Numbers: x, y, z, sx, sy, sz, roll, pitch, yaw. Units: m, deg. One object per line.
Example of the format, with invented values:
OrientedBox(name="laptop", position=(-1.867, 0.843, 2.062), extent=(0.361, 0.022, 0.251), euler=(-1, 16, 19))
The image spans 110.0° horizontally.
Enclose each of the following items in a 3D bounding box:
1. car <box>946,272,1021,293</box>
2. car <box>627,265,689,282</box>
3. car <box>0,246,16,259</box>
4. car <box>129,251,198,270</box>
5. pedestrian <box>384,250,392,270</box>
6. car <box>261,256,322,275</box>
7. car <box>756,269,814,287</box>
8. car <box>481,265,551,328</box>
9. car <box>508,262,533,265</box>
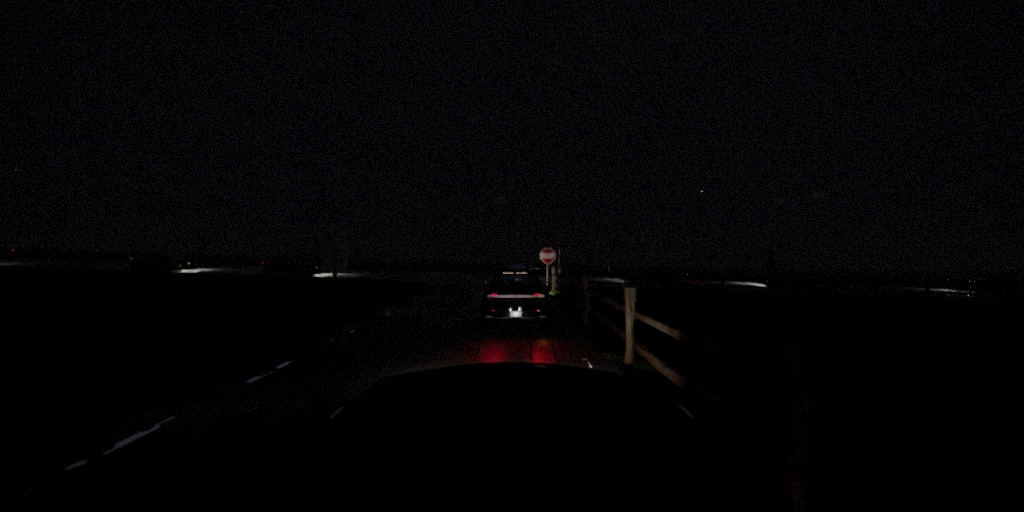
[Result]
OrientedBox(name="car", position=(41.339, 2.177, 31.508), extent=(4.553, 1.767, 2.097), euler=(2, 3, 1))
OrientedBox(name="car", position=(12.720, 1.505, 31.676), extent=(5.357, 1.411, 2.033), euler=(2, 3, 0))
OrientedBox(name="car", position=(-47.189, -0.418, 31.868), extent=(4.181, 1.385, 1.994), euler=(2, 3, 0))
OrientedBox(name="car", position=(-28.033, 0.346, 28.901), extent=(4.181, 1.385, 1.994), euler=(2, 3, 0))
OrientedBox(name="pedestrian", position=(-12.042, 0.360, 34.790), extent=(0.375, 1.860, 0.375), euler=(0, 1, 0))
OrientedBox(name="car", position=(-17.712, 0.690, 28.859), extent=(4.181, 1.385, 1.994), euler=(2, 3, 1))
OrientedBox(name="car", position=(24.060, 1.876, 31.623), extent=(4.181, 1.385, 1.994), euler=(2, 3, 1))
OrientedBox(name="car", position=(0.097, 1.186, 11.149), extent=(2.128, 1.511, 4.902), euler=(0, 0, 0))
OrientedBox(name="car", position=(0.604, 1.126, 22.271), extent=(2.128, 1.511, 4.902), euler=(0, 0, 11))
